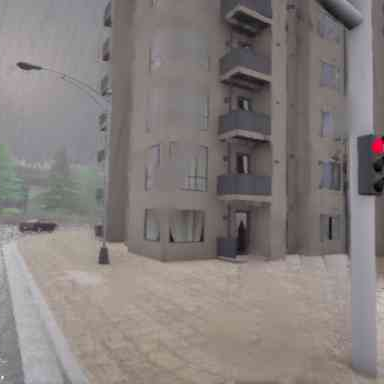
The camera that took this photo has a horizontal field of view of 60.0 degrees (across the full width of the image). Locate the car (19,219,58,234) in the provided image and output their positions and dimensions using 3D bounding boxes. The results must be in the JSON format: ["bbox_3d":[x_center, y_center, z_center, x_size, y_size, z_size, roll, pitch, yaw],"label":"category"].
[{"bbox_3d":[-16.403,3.631,35.795,1.882,1.535,5.008,0,-4,8],"label":"car"}]
